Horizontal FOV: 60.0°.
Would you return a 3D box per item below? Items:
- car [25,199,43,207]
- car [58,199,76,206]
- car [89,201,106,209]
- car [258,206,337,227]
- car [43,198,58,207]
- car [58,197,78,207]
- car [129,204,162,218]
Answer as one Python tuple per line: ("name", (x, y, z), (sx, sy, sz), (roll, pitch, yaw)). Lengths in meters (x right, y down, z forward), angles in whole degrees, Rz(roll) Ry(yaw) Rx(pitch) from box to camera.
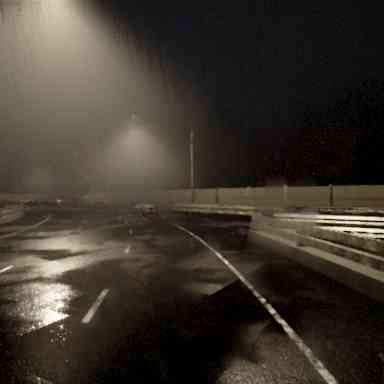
("car", (-33.664, 2.429, 70.019), (1.895, 1.301, 4.718), (0, -1, -43))
("car", (-28.015, 2.344, 74.289), (1.882, 1.535, 5.008), (0, -1, -43))
("car", (-16.952, 2.300, 59.492), (1.994, 1.385, 4.181), (0, -1, -34))
("car", (6.545, 1.666, 21.239), (1.882, 1.535, 5.008), (-1, 0, -43))
("car", (-31.024, 2.370, 72.320), (2.128, 1.511, 4.902), (0, -1, -43))
("car", (-26.717, 2.195, 72.704), (2.150, 2.045, 5.566), (0, -1, -39))
("car", (-5.100, 1.950, 35.887), (2.033, 1.411, 5.357), (0, -1, -31))
